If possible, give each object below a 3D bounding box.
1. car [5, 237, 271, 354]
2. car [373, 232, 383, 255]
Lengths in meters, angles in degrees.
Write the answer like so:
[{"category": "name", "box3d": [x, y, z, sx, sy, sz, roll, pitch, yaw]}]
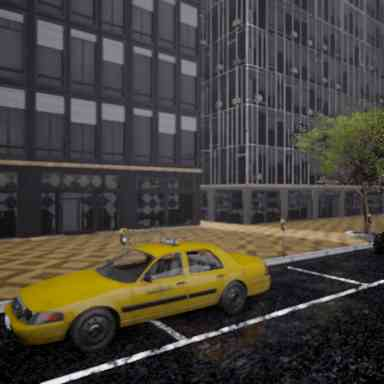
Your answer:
[{"category": "car", "box3d": [-0.637, 1.550, 6.115, 4.829, 1.417, 1.752, 1, -1, -36]}, {"category": "car", "box3d": [8.754, 1.688, 12.816, 4.313, 1.339, 1.947, 1, -1, -36]}]
